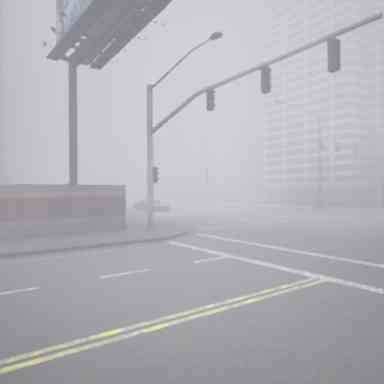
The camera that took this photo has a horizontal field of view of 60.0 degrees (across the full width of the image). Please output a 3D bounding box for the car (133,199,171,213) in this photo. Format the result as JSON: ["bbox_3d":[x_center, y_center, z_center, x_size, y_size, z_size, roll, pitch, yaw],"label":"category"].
[{"bbox_3d":[-4.238,1.404,34.502,2.033,1.411,5.357,-1,0,-35],"label":"car"}]
